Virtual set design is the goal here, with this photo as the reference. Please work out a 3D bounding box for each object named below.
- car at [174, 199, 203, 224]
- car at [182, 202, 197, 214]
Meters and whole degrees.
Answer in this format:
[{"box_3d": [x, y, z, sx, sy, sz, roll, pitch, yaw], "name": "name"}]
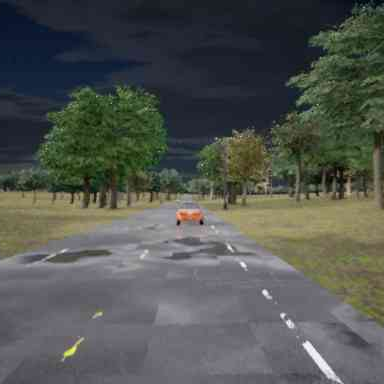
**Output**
[{"box_3d": [-0.169, 1.705, 28.001, 2.097, 1.767, 4.553, 0, -1, -1], "name": "car"}, {"box_3d": [-0.338, 2.094, 44.263, 1.812, 1.442, 4.674, 0, -1, -1], "name": "car"}]
